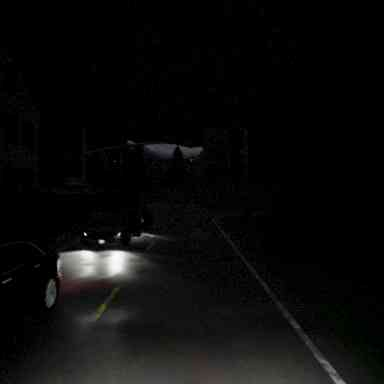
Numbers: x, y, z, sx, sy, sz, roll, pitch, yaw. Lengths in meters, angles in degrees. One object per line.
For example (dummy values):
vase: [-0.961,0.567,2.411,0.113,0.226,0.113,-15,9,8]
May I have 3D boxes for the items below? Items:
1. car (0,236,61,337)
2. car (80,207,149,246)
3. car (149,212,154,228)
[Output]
car: [-3.589,1.517,4.957,1.837,1.490,4.892,0,0,0]
car: [-3.553,1.581,15.781,2.033,1.411,5.357,0,0,0]
car: [-3.498,1.651,20.602,1.994,1.385,4.181,0,0,0]
